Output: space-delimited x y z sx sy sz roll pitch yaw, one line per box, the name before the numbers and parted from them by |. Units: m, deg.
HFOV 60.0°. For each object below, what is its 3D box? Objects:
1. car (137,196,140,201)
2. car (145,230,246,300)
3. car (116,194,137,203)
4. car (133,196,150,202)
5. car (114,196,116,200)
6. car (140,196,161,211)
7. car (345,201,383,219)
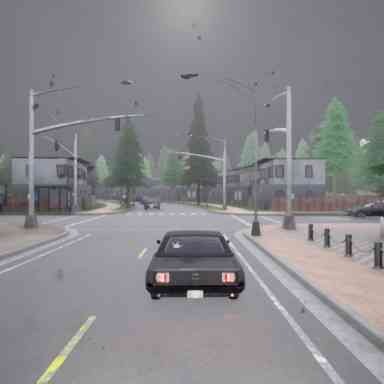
car | -7.539 1.448 55.716 1.837 1.490 4.892 0 0 -19
car | 0.032 1.597 8.349 1.895 1.301 4.718 0 0 -1
car | -13.883 1.458 70.039 1.812 1.442 4.674 0 0 -31
car | -10.968 1.477 71.945 1.994 1.385 4.181 0 0 -36
car | -16.972 1.290 80.005 4.674 1.442 1.812 0 0 45
car | -4.741 1.440 40.110 2.128 1.511 4.902 0 0 -4
car | 15.432 1.500 28.077 4.674 1.442 1.812 -1 0 1
